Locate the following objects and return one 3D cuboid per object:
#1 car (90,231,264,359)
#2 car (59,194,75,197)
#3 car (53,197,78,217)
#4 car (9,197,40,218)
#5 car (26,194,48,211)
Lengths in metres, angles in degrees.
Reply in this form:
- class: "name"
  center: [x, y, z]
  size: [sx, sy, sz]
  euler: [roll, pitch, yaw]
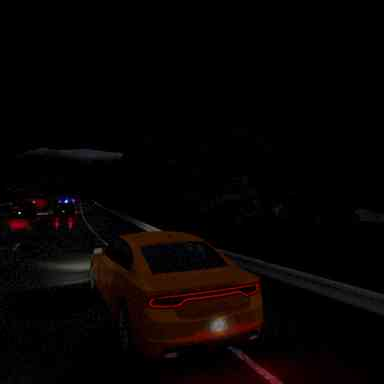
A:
- class: "car"
  center: [-0.709, 1.478, 6.309]
  size: [1.882, 1.535, 5.008]
  euler: [0, 0, -25]
- class: "car"
  center: [-15.531, 1.221, 41.392]
  size: [2.150, 2.045, 5.566]
  euler: [0, 0, -19]
- class: "car"
  center: [-12.074, 1.492, 31.505]
  size: [2.128, 1.511, 4.902]
  euler: [0, 0, -19]
- class: "car"
  center: [-15.245, 1.505, 30.105]
  size: [1.837, 1.490, 4.892]
  euler: [0, 0, -20]
- class: "car"
  center: [-18.691, 1.221, 39.987]
  size: [2.150, 2.045, 5.566]
  euler: [0, 0, -19]
